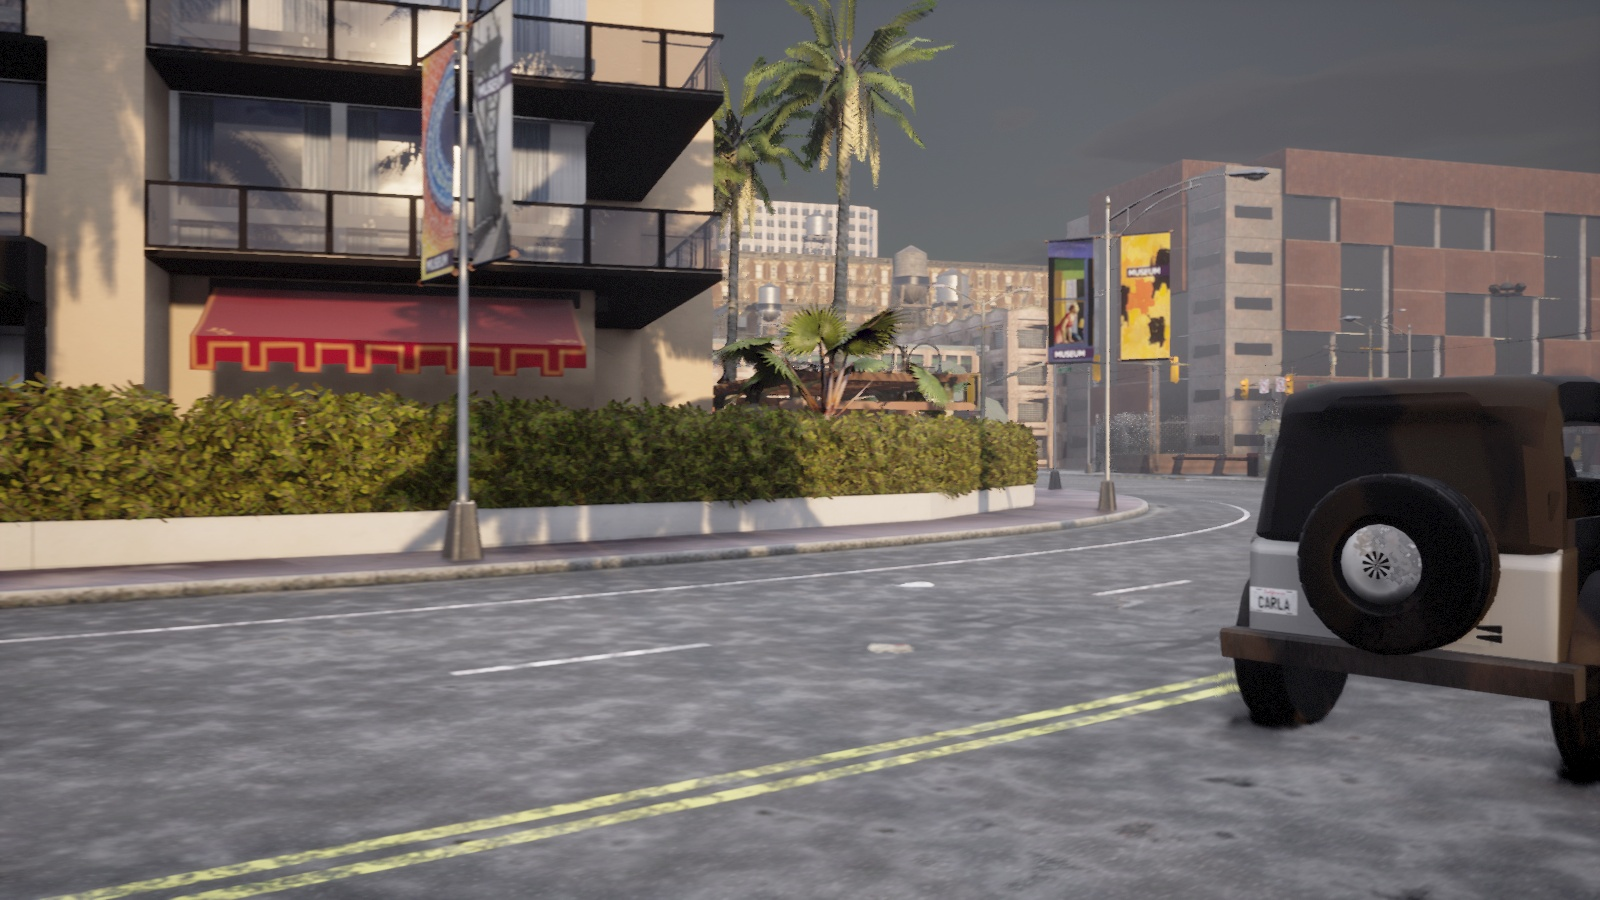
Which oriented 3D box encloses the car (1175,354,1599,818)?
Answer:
[{"bbox_3d":[4.038,0.552,7.066,3.866,1.878,1.905,0,0,-41],"label":"car"}]
